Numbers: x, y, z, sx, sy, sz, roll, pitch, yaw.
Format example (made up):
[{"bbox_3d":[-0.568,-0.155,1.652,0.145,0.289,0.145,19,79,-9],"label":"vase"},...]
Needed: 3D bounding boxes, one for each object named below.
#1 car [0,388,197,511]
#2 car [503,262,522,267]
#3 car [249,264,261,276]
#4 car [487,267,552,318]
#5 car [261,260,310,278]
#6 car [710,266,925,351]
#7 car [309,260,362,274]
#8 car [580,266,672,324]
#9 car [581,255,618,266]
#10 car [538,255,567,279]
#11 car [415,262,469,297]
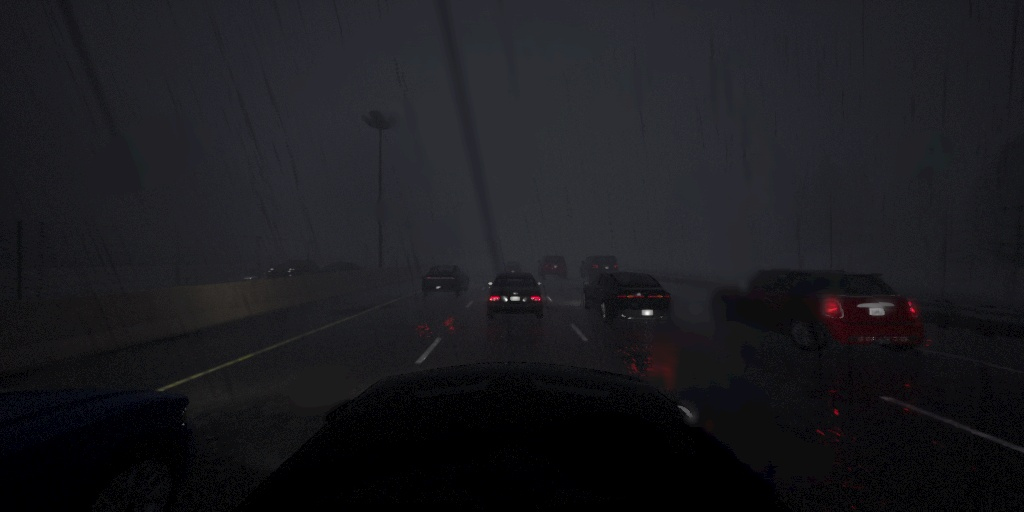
[{"bbox_3d":[-3.401,1.228,0.725,1.882,1.535,5.008,0,0,0],"label":"car"},{"bbox_3d":[0.083,1.274,36.280,1.812,1.442,4.674,0,0,0],"label":"car"},{"bbox_3d":[-24.590,1.312,36.528,1.994,1.385,4.181,0,0,0],"label":"car"},{"bbox_3d":[0.104,1.297,13.014,2.033,1.411,5.357,0,0,0],"label":"car"},{"bbox_3d":[-17.600,1.101,29.209,2.097,1.767,4.553,0,0,0],"label":"car"},{"bbox_3d":[7.099,1.102,9.109,2.097,1.767,4.553,0,0,0],"label":"car"},{"bbox_3d":[-14.101,1.226,29.435,1.882,1.535,5.008,0,0,0],"label":"car"},{"bbox_3d":[3.598,1.254,11.954,1.837,1.490,4.892,0,0,0],"label":"car"},{"bbox_3d":[7.097,0.970,29.541,2.150,2.045,5.566,0,0,0],"label":"car"},{"bbox_3d":[3.596,0.970,32.364,2.150,2.045,5.566,0,0,0],"label":"car"},{"bbox_3d":[-3.402,1.241,18.966,2.128,1.511,4.902,0,0,0],"label":"car"}]
